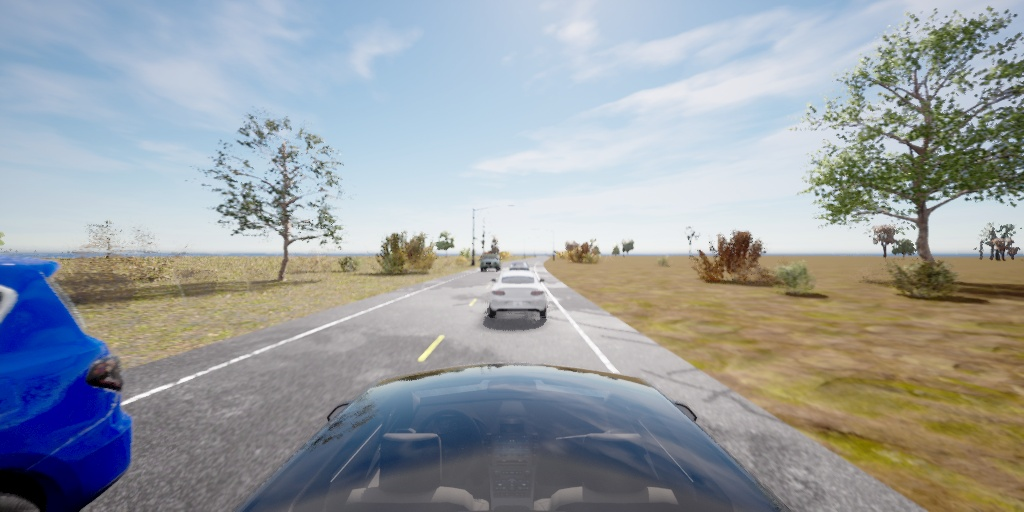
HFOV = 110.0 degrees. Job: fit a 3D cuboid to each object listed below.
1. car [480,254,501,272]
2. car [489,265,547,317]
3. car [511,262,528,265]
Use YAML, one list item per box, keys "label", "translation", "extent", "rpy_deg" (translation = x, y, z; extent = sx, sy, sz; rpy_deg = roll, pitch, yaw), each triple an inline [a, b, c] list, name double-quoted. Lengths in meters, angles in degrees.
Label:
- label: "car"
  translation: [-2.523, 0.820, 43.341]
  extent: [2.150, 2.045, 5.566]
  rpy_deg: [0, 0, 3]
- label: "car"
  translation: [0.211, 1.237, 12.826]
  extent: [1.812, 1.442, 4.674]
  rpy_deg: [0, 0, 1]
- label: "car"
  translation: [0.645, 1.192, 31.148]
  extent: [2.033, 1.411, 5.357]
  rpy_deg: [0, 0, 2]
